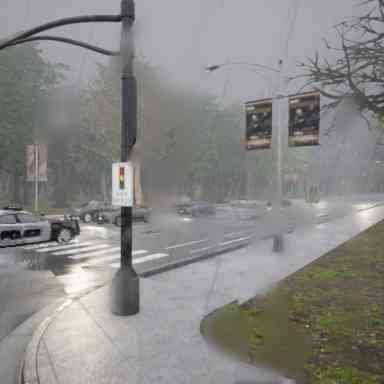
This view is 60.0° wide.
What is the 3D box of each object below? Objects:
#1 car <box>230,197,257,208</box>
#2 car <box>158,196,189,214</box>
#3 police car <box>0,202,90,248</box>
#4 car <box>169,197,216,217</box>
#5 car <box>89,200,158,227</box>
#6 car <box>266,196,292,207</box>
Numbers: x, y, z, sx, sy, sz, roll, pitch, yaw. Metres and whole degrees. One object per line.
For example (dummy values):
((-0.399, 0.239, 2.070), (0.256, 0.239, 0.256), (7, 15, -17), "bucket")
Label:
((6.819, 1.362, 43.838), (1.895, 1.301, 4.718), (1, 1, 36), "car")
((-1.653, 1.183, 32.058), (2.097, 1.767, 4.553), (1, 1, 36), "car")
((-6.981, 1.403, 13.322), (1.930, 1.638, 5.238), (1, 1, 36), "police car")
((0.357, 1.430, 29.254), (1.994, 1.385, 4.181), (1, 1, 38), "car")
((-4.577, 1.471, 22.416), (1.994, 1.385, 4.181), (1, 1, 36), "car")
((12.032, 1.317, 45.484), (2.033, 1.411, 5.357), (1, 1, 36), "car")
